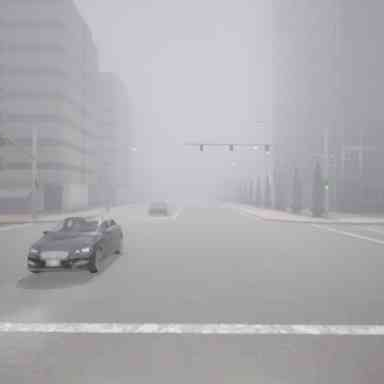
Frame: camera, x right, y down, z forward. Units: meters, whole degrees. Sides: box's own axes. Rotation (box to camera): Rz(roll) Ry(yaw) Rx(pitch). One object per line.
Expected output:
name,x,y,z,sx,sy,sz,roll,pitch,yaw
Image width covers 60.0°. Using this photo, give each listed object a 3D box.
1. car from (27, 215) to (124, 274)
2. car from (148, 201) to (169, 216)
car,-3.504,1.544,10.849,2.128,1.511,4.902,0,0,0
car,-3.501,1.727,35.696,1.882,1.535,5.008,0,0,0
